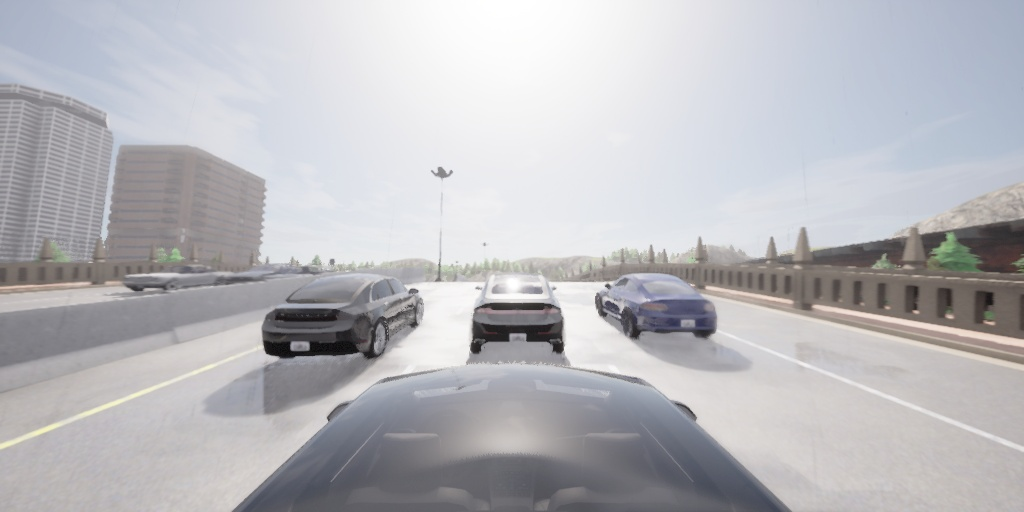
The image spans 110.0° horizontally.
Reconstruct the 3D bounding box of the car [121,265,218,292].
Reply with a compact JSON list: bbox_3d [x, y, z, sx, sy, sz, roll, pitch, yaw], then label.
[{"bbox_3d":[-17.532,1.147,19.136,1.895,1.301,4.718,0,-1,1],"label":"car"}]

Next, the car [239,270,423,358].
[{"bbox_3d":[-3.398,1.164,8.172,1.837,1.490,4.892,0,1,0],"label":"car"}]

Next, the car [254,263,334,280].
[{"bbox_3d":[-10.538,1.159,18.512,1.895,1.301,4.718,0,0,1],"label":"car"}]

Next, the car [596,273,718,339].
[{"bbox_3d":[3.603,1.182,9.637,1.812,1.442,4.674,0,1,0],"label":"car"}]

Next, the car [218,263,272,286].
[{"bbox_3d":[-14.011,1.131,21.171,2.033,1.411,5.357,0,-1,1],"label":"car"}]

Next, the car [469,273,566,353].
[{"bbox_3d":[0.102,1.154,8.570,2.128,1.511,4.902,0,1,0],"label":"car"}]
